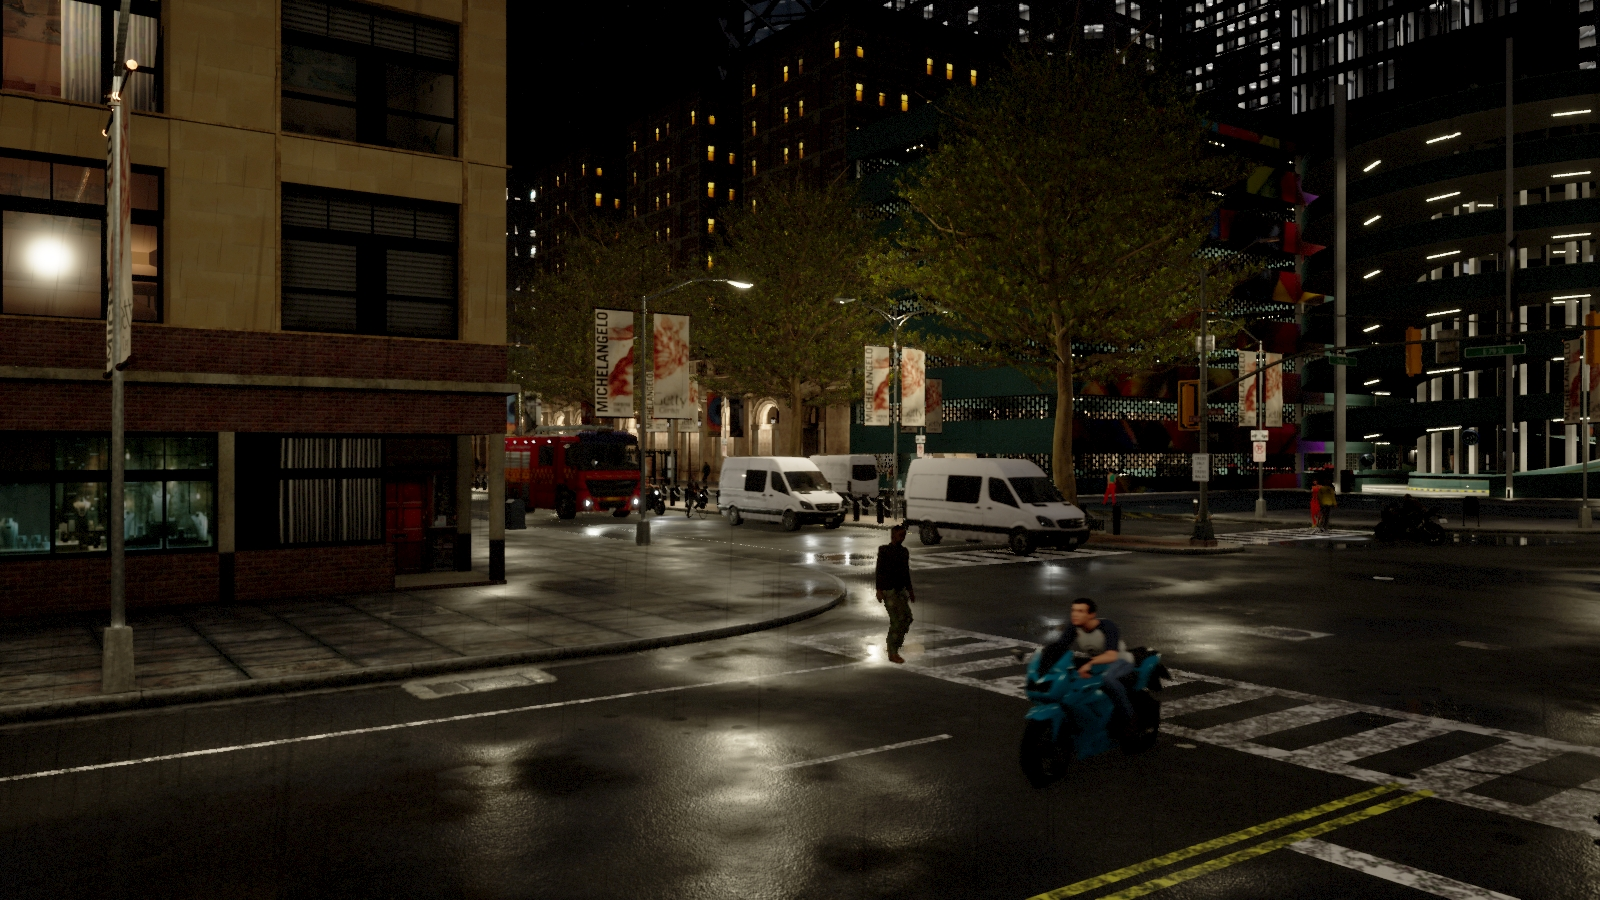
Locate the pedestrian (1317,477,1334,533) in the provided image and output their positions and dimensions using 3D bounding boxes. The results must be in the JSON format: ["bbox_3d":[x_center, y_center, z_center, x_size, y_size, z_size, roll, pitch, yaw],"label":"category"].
[{"bbox_3d":[17.608,1.848,38.309,0.375,1.860,0.375,0,0,-36],"label":"pedestrian"}]

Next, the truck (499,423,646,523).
[{"bbox_3d":[-9.804,0.890,48.334,2.891,3.827,8.468,0,0,-35],"label":"truck"}]

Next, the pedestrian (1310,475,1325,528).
[{"bbox_3d":[18.600,1.848,41.056,0.375,1.860,0.375,0,0,-35],"label":"pedestrian"}]

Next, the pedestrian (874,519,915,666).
[{"bbox_3d":[1.232,1.849,14.949,0.375,1.860,0.375,0,0,-39],"label":"pedestrian"}]

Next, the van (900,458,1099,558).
[{"bbox_3d":[5.539,1.535,32.659,1.988,2.561,5.915,0,0,-35],"label":"van"}]

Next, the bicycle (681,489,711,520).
[{"bbox_3d":[-4.230,2.210,46.464,0.329,1.171,1.835,0,0,-35],"label":"bicycle"}]

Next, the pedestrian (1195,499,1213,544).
[{"bbox_3d":[11.980,2.128,33.913,0.375,1.300,0.375,0,0,-43],"label":"pedestrian"}]

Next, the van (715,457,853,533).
[{"bbox_3d":[-0.688,1.535,41.474,1.988,2.561,5.915,0,0,-35],"label":"van"}]
